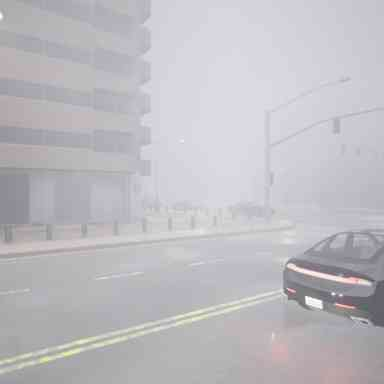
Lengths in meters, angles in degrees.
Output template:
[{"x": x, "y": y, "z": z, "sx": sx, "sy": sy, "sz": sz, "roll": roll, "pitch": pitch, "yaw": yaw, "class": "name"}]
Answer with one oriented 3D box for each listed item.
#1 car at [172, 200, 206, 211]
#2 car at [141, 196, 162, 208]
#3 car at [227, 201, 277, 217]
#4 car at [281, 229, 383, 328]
[{"x": -0.403, "y": 1.545, "z": 39.148, "sx": 1.895, "sy": 1.301, "sz": 4.718, "roll": 0, "pitch": 0, "yaw": -35, "class": "car"}, {"x": -6.097, "y": 1.296, "z": 47.411, "sx": 2.097, "sy": 1.767, "sz": 4.553, "roll": 0, "pitch": 0, "yaw": -34, "class": "car"}, {"x": 5.494, "y": 1.545, "z": 30.774, "sx": 1.895, "sy": 1.301, "sz": 4.718, "roll": 0, "pitch": 0, "yaw": -35, "class": "car"}, {"x": 3.876, "y": 1.492, "z": 6.511, "sx": 4.902, "sy": 1.511, "sz": 2.128, "roll": 0, "pitch": 0, "yaw": -35, "class": "car"}]
